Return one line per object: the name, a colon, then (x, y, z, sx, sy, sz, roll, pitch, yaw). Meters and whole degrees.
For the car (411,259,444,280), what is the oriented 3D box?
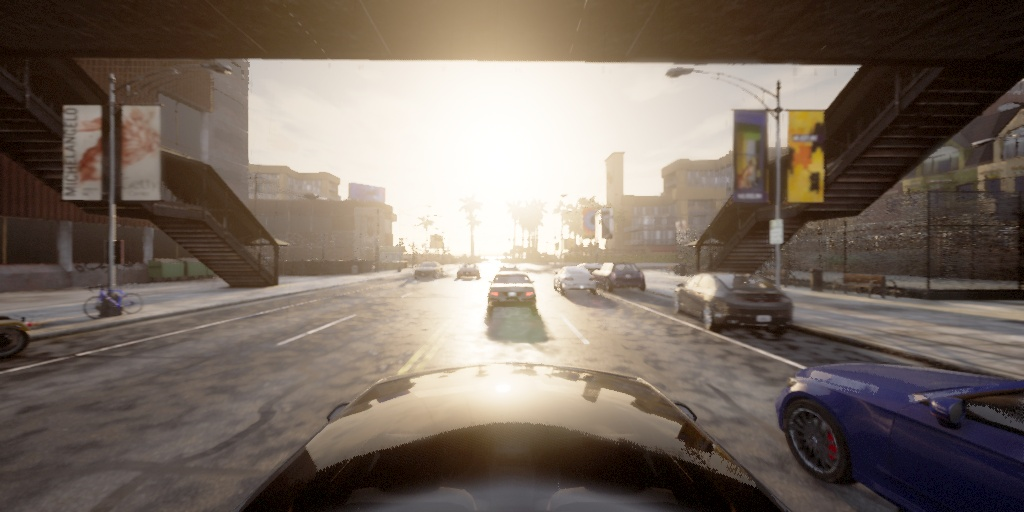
car: (-7.356, 1.269, 32.194, 1.882, 1.535, 5.008, 0, 0, 0)

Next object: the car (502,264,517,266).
car: (-0.215, 1.354, 30.239, 1.994, 1.385, 4.181, 0, 0, -1)

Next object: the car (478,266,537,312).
car: (-0.016, 1.315, 14.388, 2.033, 1.411, 5.357, 0, 0, 0)

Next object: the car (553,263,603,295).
car: (3.435, 1.302, 20.049, 1.812, 1.442, 4.674, 0, 0, 0)

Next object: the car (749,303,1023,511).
car: (3.600, 1.276, 1.682, 1.812, 1.442, 4.674, 0, 0, 0)

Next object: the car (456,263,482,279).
car: (-3.860, 1.357, 32.790, 1.994, 1.385, 4.181, 0, 0, 0)
